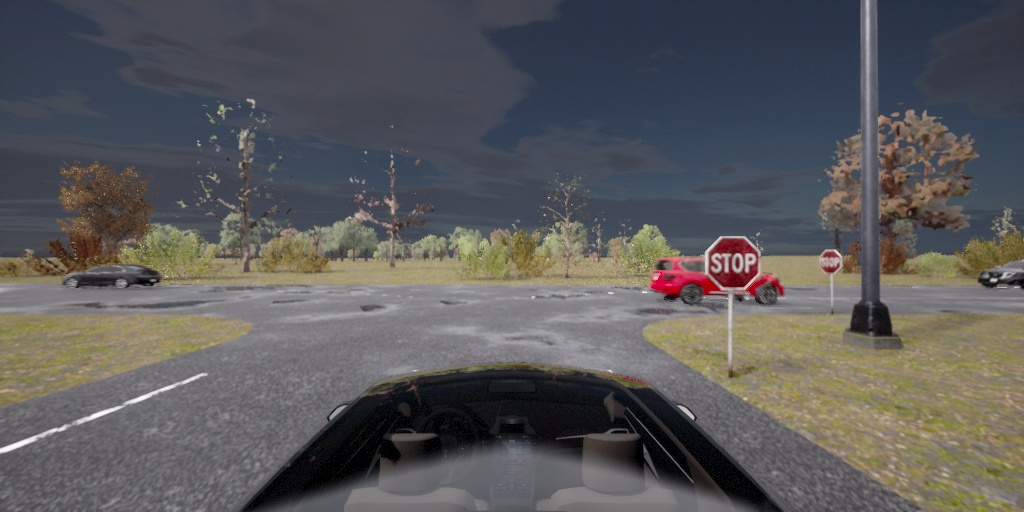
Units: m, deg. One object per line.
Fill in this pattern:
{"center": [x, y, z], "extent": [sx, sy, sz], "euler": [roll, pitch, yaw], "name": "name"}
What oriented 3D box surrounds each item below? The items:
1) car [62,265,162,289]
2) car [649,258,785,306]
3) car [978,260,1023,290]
{"center": [-24.958, 1.290, 22.466], "extent": [4.892, 1.490, 1.837], "euler": [0, 0, -2], "name": "car"}
{"center": [9.199, 1.109, 16.393], "extent": [5.566, 2.045, 2.150], "euler": [0, 0, -2], "name": "car"}
{"center": [35.146, 1.264, 24.181], "extent": [5.566, 2.045, 2.150], "euler": [0, 0, -2], "name": "car"}
